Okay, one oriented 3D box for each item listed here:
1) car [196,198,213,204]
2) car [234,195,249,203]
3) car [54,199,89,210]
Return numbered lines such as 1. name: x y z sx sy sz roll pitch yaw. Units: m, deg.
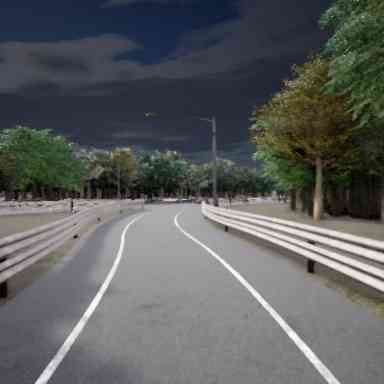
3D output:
1. car: 2.882 2.027 73.581 2.033 1.411 5.357 -1 -1 35
2. car: 13.295 1.863 88.299 2.150 2.045 5.566 -1 -1 35
3. car: -16.566 1.668 46.116 1.882 1.535 5.008 -1 -1 35
